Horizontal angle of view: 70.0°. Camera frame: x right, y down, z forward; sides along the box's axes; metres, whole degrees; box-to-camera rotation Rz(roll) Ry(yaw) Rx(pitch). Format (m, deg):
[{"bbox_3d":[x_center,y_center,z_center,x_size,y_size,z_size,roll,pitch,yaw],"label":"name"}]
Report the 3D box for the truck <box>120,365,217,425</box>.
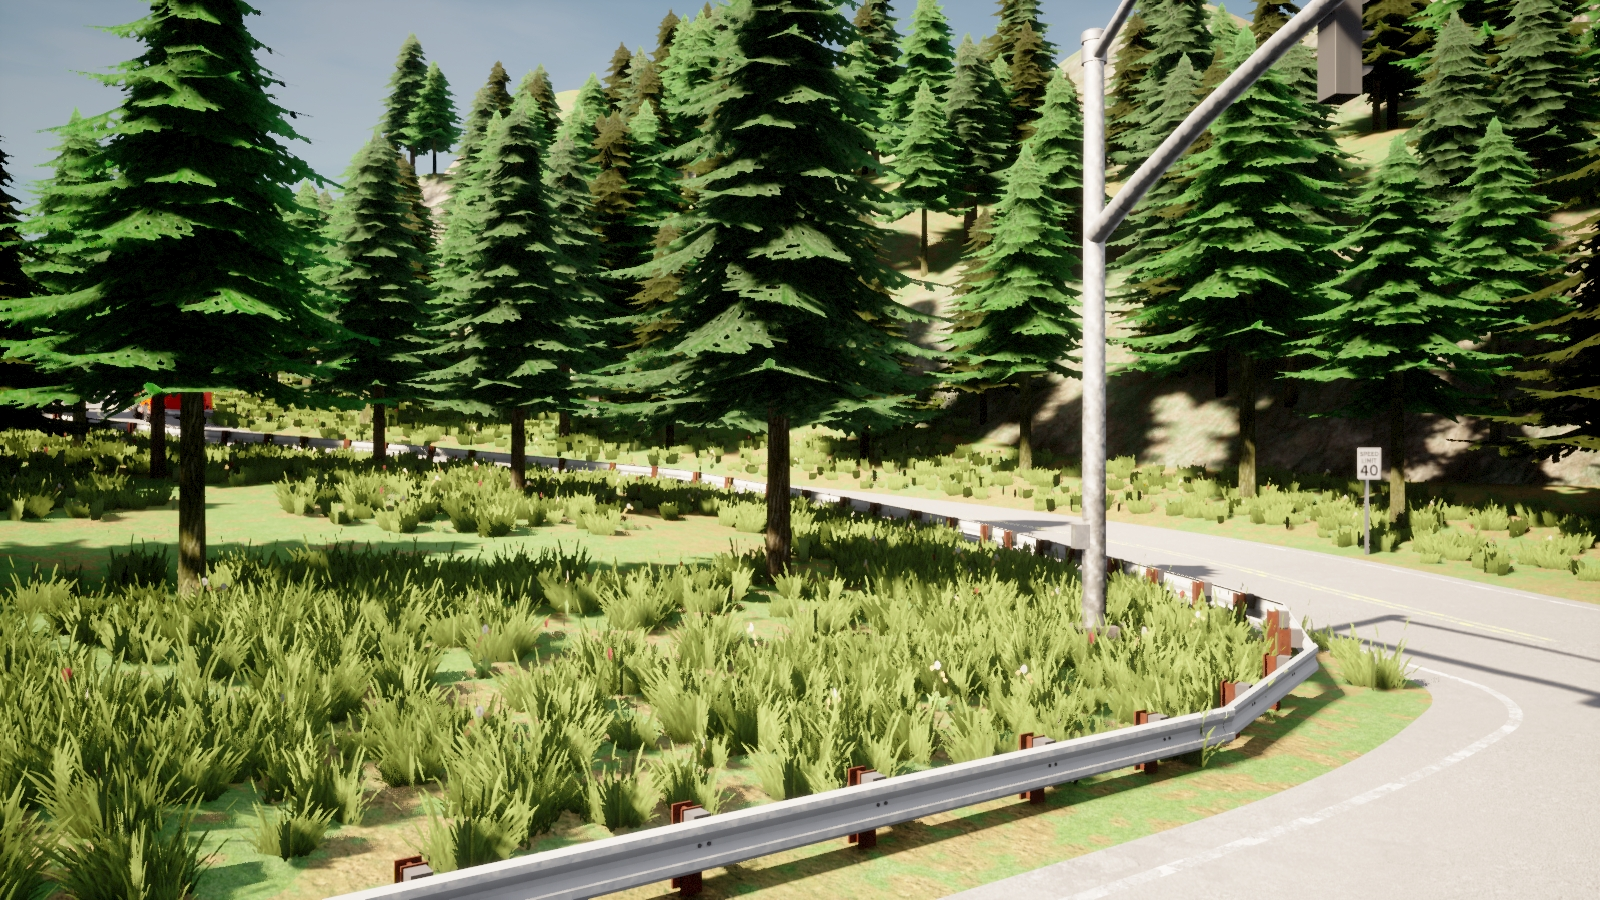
[{"bbox_3d":[-29.692,-2.599,53.638,2.627,2.467,5.204,0,6,-45],"label":"truck"}]
